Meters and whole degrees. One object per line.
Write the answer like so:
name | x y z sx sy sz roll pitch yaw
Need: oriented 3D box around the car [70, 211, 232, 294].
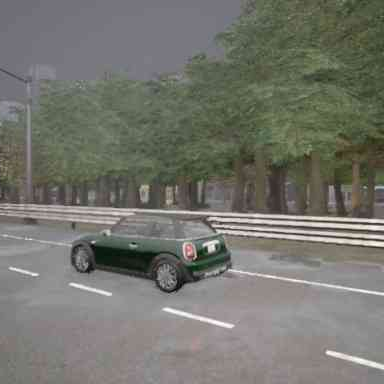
car | -1.271 1.354 9.077 4.553 1.767 2.097 0 0 36
